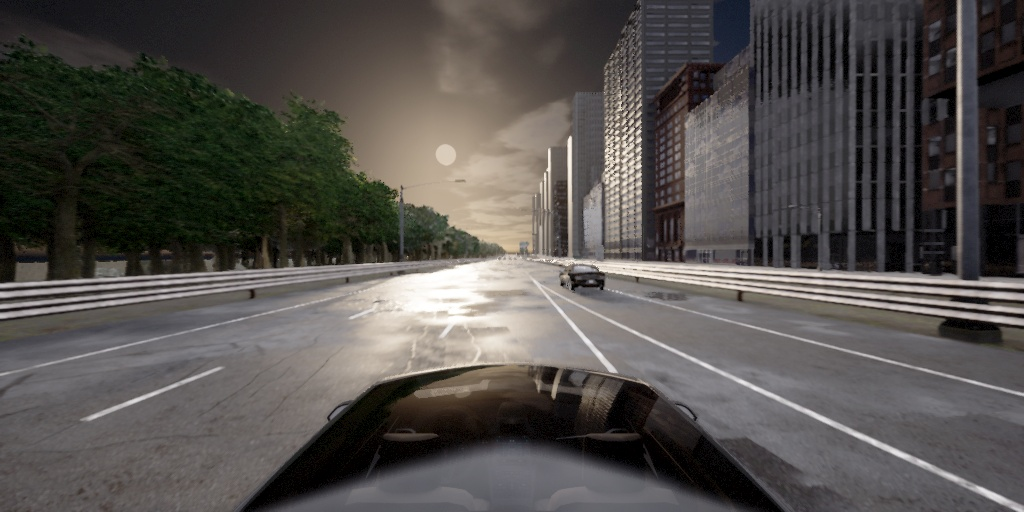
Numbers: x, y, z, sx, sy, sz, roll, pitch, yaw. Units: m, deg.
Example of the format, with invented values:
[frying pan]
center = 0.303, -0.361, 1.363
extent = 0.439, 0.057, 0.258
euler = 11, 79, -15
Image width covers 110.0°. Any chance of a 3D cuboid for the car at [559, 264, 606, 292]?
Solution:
[car]
center = 4.073, 1.212, 21.511
extent = 1.882, 1.535, 5.008
euler = 0, 0, -3
